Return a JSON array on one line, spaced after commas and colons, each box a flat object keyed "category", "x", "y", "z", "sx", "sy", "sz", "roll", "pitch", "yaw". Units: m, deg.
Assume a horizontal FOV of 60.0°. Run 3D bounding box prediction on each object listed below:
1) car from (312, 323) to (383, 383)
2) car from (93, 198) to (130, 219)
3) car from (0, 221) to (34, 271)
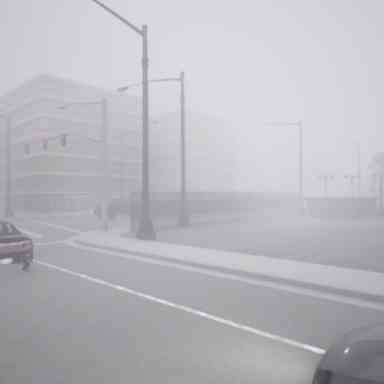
[{"category": "car", "x": 3.167, "y": 1.499, "z": 1.722, "sx": 4.892, "sy": 1.490, "sz": 1.837, "roll": 0, "pitch": 0, "yaw": 36}, {"category": "car", "x": -7.164, "y": 1.597, "z": 33.650, "sx": 2.150, "sy": 2.045, "sz": 5.566, "roll": -1, "pitch": -1, "yaw": 42}, {"category": "car", "x": -6.670, "y": 1.643, "z": 10.430, "sx": 4.902, "sy": 1.511, "sz": 2.128, "roll": -1, "pitch": -1, "yaw": 43}]
